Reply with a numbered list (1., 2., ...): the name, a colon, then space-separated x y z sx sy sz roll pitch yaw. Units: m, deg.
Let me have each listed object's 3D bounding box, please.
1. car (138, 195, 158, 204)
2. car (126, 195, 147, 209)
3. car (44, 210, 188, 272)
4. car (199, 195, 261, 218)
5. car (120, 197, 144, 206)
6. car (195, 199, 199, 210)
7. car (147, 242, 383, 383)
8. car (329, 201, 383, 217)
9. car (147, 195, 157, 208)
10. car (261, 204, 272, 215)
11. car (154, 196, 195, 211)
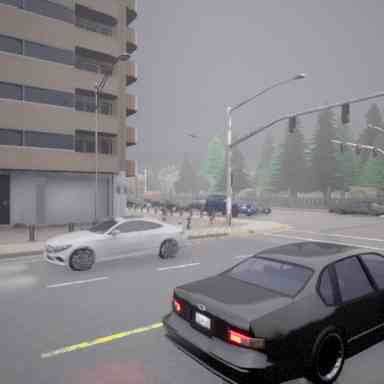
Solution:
1. car: -8.802 1.407 66.926 2.097 1.767 4.553 0 0 -36
2. car: -8.218 1.560 47.820 1.837 1.490 4.892 0 0 -36
3. car: -2.316 1.526 10.917 4.674 1.442 1.812 0 0 -36
4. car: 3.453 1.277 31.597 2.150 2.045 5.566 0 0 -36
5. car: -10.372 1.603 56.868 2.033 1.411 5.357 0 0 -35
6. car: 1.044 1.581 40.950 1.812 1.442 4.674 0 0 -36
7. car: 2.180 1.547 5.334 5.357 1.411 2.033 0 0 -35
8. car: 16.069 1.603 31.867 5.357 1.411 2.033 0 0 45
9. car: -4.197 1.407 48.225 2.097 1.767 4.553 0 0 -36
10. car: 6.075 1.619 33.947 1.994 1.385 4.181 0 0 -36
11. car: -2.140 1.560 39.366 1.837 1.490 4.892 0 0 -36
